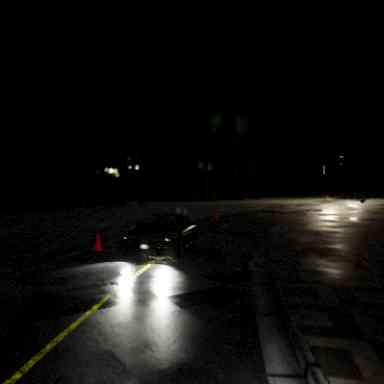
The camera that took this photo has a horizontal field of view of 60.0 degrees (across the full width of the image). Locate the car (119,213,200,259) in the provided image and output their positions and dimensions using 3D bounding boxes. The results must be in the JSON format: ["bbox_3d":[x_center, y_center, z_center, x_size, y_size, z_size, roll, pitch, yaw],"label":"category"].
[{"bbox_3d":[-1.018,1.487,12.230,1.994,1.385,4.181,0,0,14],"label":"car"}]

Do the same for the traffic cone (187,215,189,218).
[{"bbox_3d":[-0.277,1.788,22.336,0.340,0.580,0.340,1,1,23],"label":"traffic cone"}]

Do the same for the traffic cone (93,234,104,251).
[{"bbox_3d":[-3.493,1.864,12.392,0.340,0.580,0.340,0,0,13],"label":"traffic cone"}]
